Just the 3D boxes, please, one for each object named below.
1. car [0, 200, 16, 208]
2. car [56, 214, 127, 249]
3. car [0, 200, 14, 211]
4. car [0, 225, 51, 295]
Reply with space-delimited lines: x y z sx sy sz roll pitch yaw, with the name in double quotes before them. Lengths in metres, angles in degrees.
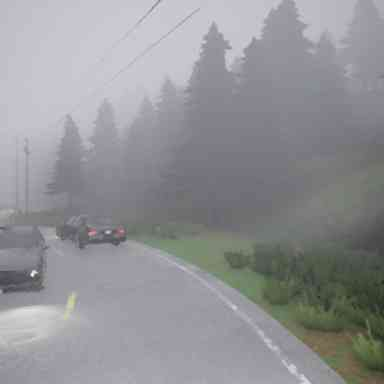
"car" -36.364 2.242 64.964 4.892 1.490 1.837 -1 -1 40
"car" -4.870 1.726 15.661 2.033 1.411 5.357 0 -1 -35
"car" -28.621 2.149 51.704 1.994 1.385 4.181 0 -1 -34
"car" -4.980 1.657 9.138 2.033 1.411 5.357 0 -1 -23
